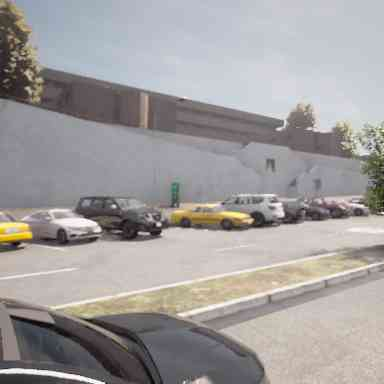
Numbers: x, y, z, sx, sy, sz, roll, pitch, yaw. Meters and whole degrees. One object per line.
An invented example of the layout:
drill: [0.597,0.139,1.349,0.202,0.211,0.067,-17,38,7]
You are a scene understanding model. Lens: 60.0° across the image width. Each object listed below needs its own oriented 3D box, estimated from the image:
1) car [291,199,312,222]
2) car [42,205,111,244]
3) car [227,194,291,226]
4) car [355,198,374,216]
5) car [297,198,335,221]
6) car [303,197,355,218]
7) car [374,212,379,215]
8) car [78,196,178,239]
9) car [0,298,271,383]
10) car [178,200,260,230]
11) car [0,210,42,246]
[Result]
car: [5.892,1.453,24.462,4.792,1.488,2.163,-1,0,35]
car: [-6.318,1.534,15.748,4.674,1.452,2.002,-1,-1,35]
car: [3.445,1.197,22.724,5.566,2.045,2.435,-1,0,35]
car: [13.258,1.364,29.675,4.674,1.452,2.002,-1,-1,35]
car: [8.370,1.438,26.197,4.674,1.452,2.002,-1,-1,35]
car: [10.786,1.236,27.953,4.553,1.767,2.185,-1,-1,35]
car: [15.708,1.283,31.406,5.008,1.535,2.097,-1,0,35]
car: [-3.843,1.241,17.476,5.566,2.045,2.435,-1,-1,35]
car: [-1.540,1.505,2.034,4.892,1.490,1.837,0,0,-35]
car: [1.177,1.461,20.865,5.366,1.575,1.946,-1,-1,35]
car: [-8.919,1.494,14.102,5.366,1.575,1.946,-1,-1,35]
